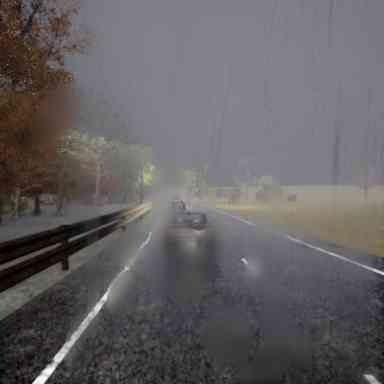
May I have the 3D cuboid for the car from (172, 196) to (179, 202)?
[{"bbox_3d":[-4.756,1.876,94.231,1.882,1.535,5.008,0,0,-3],"label":"car"}]

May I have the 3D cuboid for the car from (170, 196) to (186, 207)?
[{"bbox_3d":[-1.838,1.693,43.275,2.128,1.511,4.902,0,0,-3],"label":"car"}]

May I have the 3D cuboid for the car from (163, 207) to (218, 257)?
[{"bbox_3d":[-0.124,1.560,13.341,2.128,1.511,4.902,0,0,-3],"label":"car"}]

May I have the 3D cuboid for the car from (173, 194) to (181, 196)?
[{"bbox_3d":[-3.032,1.641,64.130,2.097,1.767,4.553,0,0,-3],"label":"car"}]
